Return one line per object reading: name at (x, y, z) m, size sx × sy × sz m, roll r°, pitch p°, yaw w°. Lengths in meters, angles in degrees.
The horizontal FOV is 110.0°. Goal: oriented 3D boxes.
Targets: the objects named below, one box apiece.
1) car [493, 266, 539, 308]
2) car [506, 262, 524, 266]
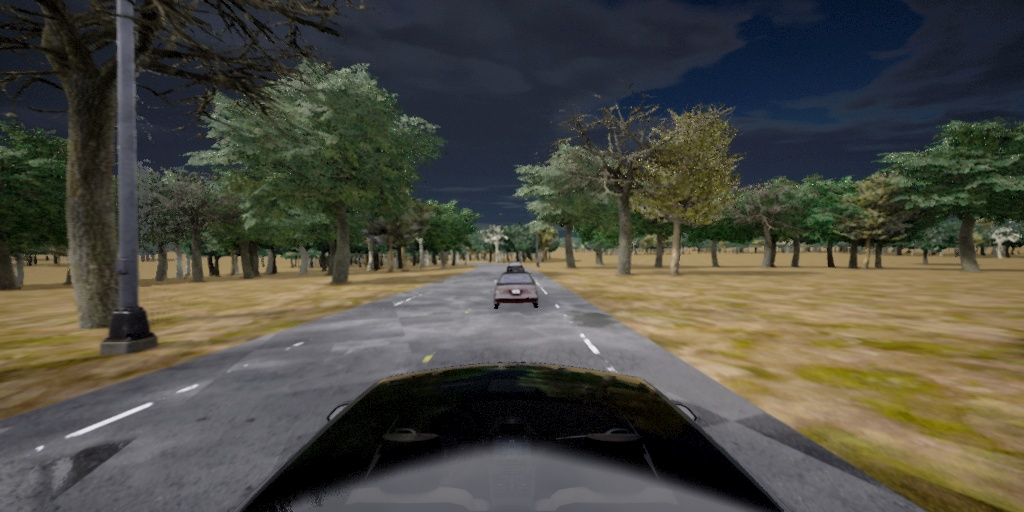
car at (0.167, 1.373, 15.814) m, size 2.033 × 1.411 × 5.357 m, roll -1°, pitch 0°, yaw 1°
car at (0.337, 1.361, 39.262) m, size 1.882 × 1.535 × 5.008 m, roll -2°, pitch 0°, yaw 0°
